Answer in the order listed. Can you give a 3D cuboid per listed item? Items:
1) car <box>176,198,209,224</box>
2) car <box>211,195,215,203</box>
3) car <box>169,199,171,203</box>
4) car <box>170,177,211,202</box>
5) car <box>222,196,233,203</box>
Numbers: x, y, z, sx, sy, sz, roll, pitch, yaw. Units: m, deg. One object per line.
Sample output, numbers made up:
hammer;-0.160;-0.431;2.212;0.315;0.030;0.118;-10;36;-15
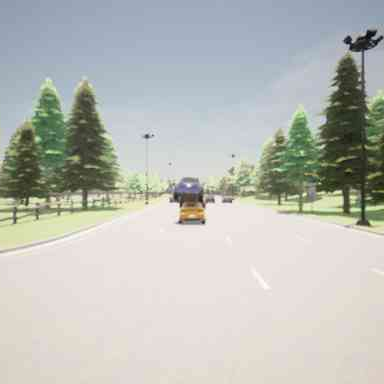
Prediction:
car;0.000;1.481;24.848;1.882;1.535;5.008;-1;0;0
car;3.512;1.327;66.260;2.097;1.767;4.553;0;0;0
car;-3.488;1.538;66.258;1.994;1.385;4.181;0;0;0
car;-0.023;0.100;25.215;2.097;1.767;4.553;3;-14;7
car;7.012;1.469;66.290;2.128;1.511;4.902;0;0;0
